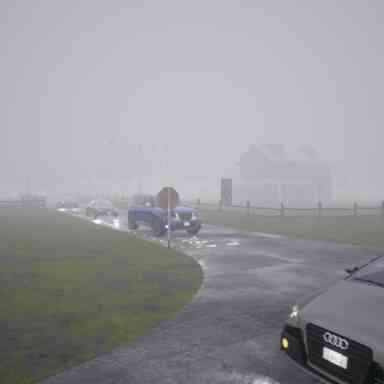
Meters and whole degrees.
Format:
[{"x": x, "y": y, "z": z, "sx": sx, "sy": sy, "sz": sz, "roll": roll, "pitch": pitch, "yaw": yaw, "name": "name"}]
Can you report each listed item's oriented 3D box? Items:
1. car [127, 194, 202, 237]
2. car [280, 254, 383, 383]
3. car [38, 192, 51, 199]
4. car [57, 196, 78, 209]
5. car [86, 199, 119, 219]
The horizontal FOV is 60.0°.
[{"x": -1.673, "y": 1.118, "z": 17.763, "sx": 2.150, "sy": 2.045, "sz": 5.566, "roll": 0, "pitch": 0, "yaw": -31, "name": "car"}, {"x": 3.221, "y": 1.562, "z": 4.539, "sx": 4.181, "sy": 1.385, "sz": 1.994, "roll": 0, "pitch": 0, "yaw": -31, "name": "car"}, {"x": -34.994, "y": 0.910, "z": 79.737, "sx": 2.128, "sy": 1.511, "sz": 4.902, "roll": 0, "pitch": 0, "yaw": -31, "name": "car"}, {"x": -15.415, "y": 1.238, "z": 41.051, "sx": 1.812, "sy": 1.442, "sz": 4.674, "roll": 0, "pitch": 0, "yaw": -30, "name": "car"}, {"x": -7.587, "y": 1.346, "z": 27.748, "sx": 1.812, "sy": 1.442, "sz": 4.674, "roll": 0, "pitch": 1, "yaw": -31, "name": "car"}]
